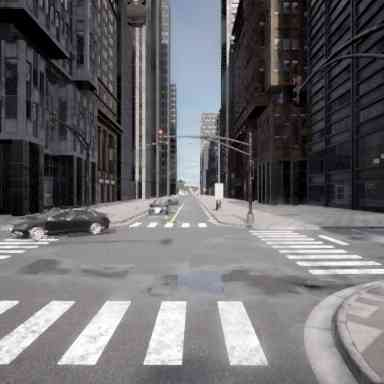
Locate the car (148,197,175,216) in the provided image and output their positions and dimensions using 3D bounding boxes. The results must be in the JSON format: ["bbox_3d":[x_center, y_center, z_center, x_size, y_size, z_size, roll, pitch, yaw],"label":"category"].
[{"bbox_3d":[-3.168,1.502,32.859,2.128,1.511,4.902,0,0,0],"label":"car"}]

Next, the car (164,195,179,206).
[{"bbox_3d":[-3.192,1.587,54.471,1.994,1.385,4.181,0,0,0],"label":"car"}]

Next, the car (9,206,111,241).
[{"bbox_3d":[-6.629,1.522,17.134,4.892,1.490,1.837,0,3,-41],"label":"car"}]
